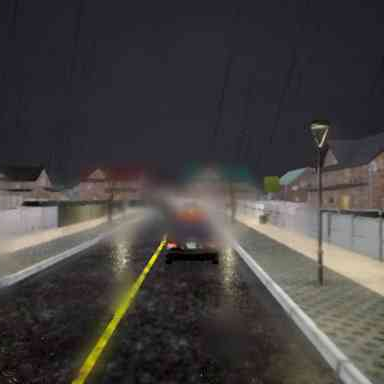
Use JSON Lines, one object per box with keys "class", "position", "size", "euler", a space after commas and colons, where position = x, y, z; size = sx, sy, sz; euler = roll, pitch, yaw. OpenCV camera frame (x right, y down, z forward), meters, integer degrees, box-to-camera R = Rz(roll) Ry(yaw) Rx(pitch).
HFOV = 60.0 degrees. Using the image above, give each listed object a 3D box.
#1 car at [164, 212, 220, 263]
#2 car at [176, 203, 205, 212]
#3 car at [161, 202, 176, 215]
{"class": "car", "position": [0.007, 1.697, 12.502], "size": [2.033, 1.411, 5.357], "euler": [0, -1, 0]}
{"class": "car", "position": [0.015, 1.715, 28.403], "size": [2.097, 1.767, 4.553], "euler": [0, -1, 0]}
{"class": "car", "position": [-2.783, 2.017, 41.388], "size": [1.882, 1.535, 5.008], "euler": [0, -1, 0]}
